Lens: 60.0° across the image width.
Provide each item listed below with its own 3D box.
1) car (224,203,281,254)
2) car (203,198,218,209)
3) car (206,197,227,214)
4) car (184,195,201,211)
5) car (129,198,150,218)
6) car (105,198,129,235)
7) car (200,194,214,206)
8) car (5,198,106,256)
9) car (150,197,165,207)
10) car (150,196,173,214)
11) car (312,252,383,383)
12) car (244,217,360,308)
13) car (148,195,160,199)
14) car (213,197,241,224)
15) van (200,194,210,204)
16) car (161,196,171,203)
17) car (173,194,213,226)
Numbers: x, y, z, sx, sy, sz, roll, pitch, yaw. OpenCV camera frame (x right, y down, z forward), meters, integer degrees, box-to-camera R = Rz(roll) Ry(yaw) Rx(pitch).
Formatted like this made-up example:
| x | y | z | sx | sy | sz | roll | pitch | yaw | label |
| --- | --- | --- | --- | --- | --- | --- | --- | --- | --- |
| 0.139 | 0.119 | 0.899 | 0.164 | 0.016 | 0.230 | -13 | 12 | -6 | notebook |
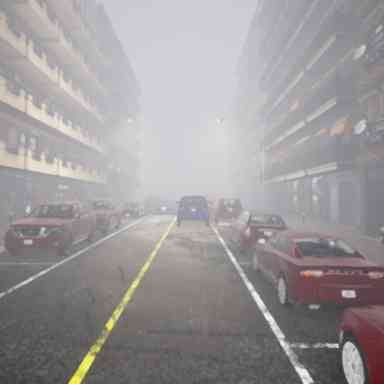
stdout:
| x | y | z | sx | sy | sz | roll | pitch | yaw | label |
| --- | --- | --- | --- | --- | --- | --- | --- | --- | --- |
| 2.585 | 1.427 | 13.237 | 1.967 | 1.590 | 4.097 | 1 | 0 | 0 | car |
| 2.518 | 1.574 | 46.425 | 1.802 | 1.307 | 4.206 | 1 | 0 | 0 | car |
| 2.528 | 1.423 | 35.362 | 1.967 | 1.590 | 4.097 | 1 | 0 | 0 | car |
| 0.072 | 1.341 | 42.299 | 2.097 | 1.767 | 4.553 | 0 | 0 | 0 | car |
| -5.317 | 1.547 | 29.885 | 1.947 | 1.339 | 4.313 | 1 | 0 | 0 | car |
| -5.303 | 1.299 | 18.822 | 2.192 | 1.841 | 5.009 | 1 | 0 | 0 | car |
| 2.515 | 1.324 | 57.488 | 2.192 | 1.841 | 5.009 | 1 | 0 | 0 | car |
| -5.300 | 1.302 | 13.292 | 2.192 | 1.841 | 5.009 | 1 | 0 | 0 | car |
| -5.332 | 1.544 | 52.006 | 1.887 | 1.381 | 4.507 | 1 | 0 | 0 | car |
| -2.772 | 1.474 | 35.055 | 2.128 | 1.511 | 4.902 | 0 | 0 | 0 | car |
| 2.583 | 1.542 | 2.175 | 1.887 | 1.381 | 4.507 | 1 | 0 | 0 | car |
| 2.579 | 1.536 | 7.705 | 1.887 | 1.381 | 4.507 | 1 | 0 | 0 | car |
| -5.323 | 1.307 | 46.475 | 2.192 | 1.841 | 5.009 | 1 | 0 | 0 | car |
| 2.539 | 1.296 | 24.299 | 2.192 | 1.841 | 5.009 | 1 | 0 | 0 | car |
| 2.511 | 1.362 | 63.019 | 1.690 | 1.788 | 3.998 | 1 | 0 | 0 | van |
| -5.345 | 1.616 | 68.600 | 1.802 | 1.307 | 4.206 | 1 | 0 | 0 | car |
| 0.084 | 1.205 | 23.275 | 2.150 | 2.045 | 5.566 | 0 | 0 | 0 | car |
